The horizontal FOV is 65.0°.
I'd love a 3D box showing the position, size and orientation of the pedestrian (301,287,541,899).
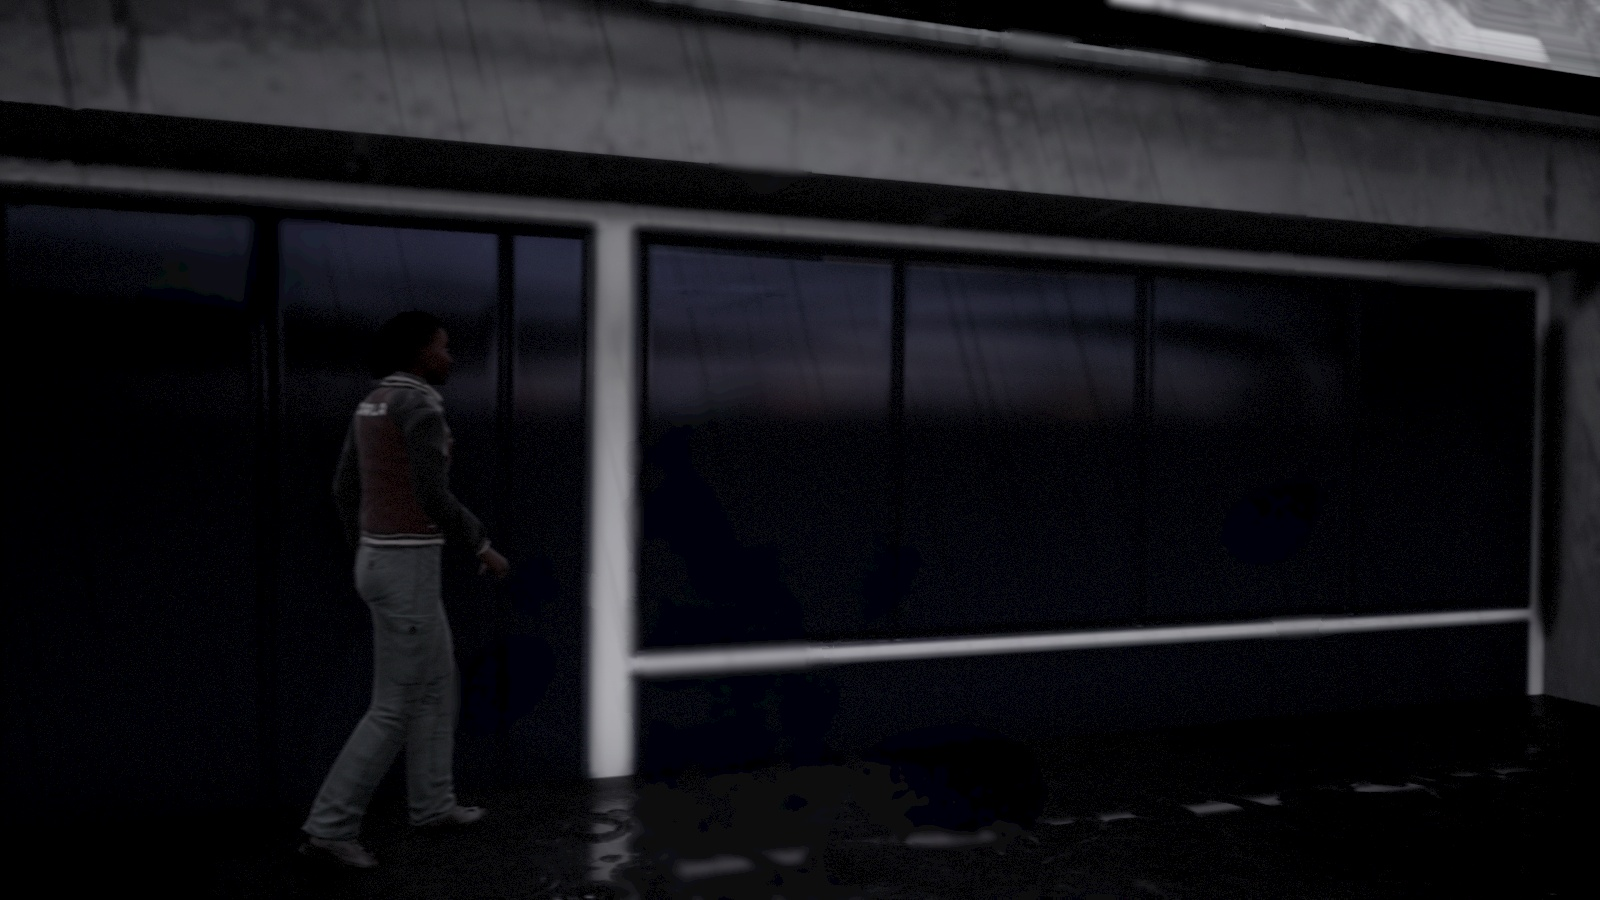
[{"bbox_3d":[-1.279,0.453,4.245,0.666,1.930,0.402,-1,1,-32],"label":"pedestrian"}]
